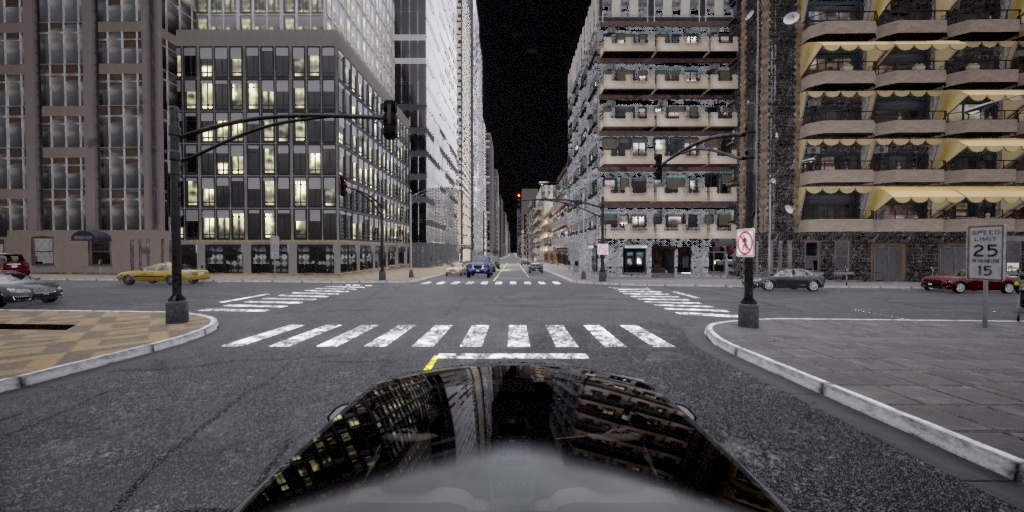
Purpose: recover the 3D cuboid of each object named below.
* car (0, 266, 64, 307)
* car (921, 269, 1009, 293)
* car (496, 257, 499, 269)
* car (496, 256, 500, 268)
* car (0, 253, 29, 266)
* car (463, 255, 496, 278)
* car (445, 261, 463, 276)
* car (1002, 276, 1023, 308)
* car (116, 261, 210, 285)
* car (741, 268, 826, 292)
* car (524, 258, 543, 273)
[{"bbox_3d":[-20.265,1.204,13.954,4.403,1.370,2.007,0,0,1],"label":"car"},{"bbox_3d":[27.409,1.462,21.548,4.507,1.381,1.888,0,0,1],"label":"car"},{"bbox_3d":[-3.017,1.217,44.841,1.882,1.535,5.008,0,0,0],"label":"car"},{"bbox_3d":[-2.994,0.959,55.398,2.150,2.045,5.566,0,0,0],"label":"car"},{"bbox_3d":[-33.577,0.713,22.516,5.009,1.841,2.192,0,0,1],"label":"car"},{"bbox_3d":[-3.042,0.963,34.710,2.150,2.045,5.566,0,0,0],"label":"car"},{"bbox_3d":[-5.629,1.266,36.409,1.751,1.417,4.829,0,0,0],"label":"car"},{"bbox_3d":[21.736,1.576,13.257,4.313,1.339,1.948,0,0,1],"label":"car"},{"bbox_3d":[-21.631,1.030,22.290,4.829,1.417,1.751,0,0,1],"label":"car"},{"bbox_3d":[16.344,1.376,21.723,4.403,1.370,2.007,0,0,1],"label":"car"},{"bbox_3d":[2.762,1.290,42.219,2.007,1.370,4.403,0,0,0],"label":"car"}]
